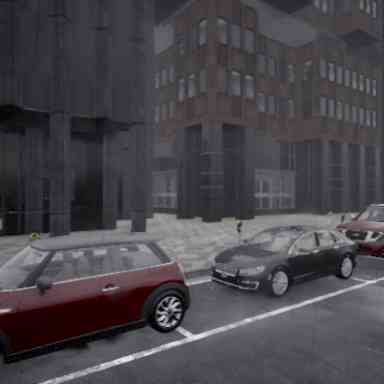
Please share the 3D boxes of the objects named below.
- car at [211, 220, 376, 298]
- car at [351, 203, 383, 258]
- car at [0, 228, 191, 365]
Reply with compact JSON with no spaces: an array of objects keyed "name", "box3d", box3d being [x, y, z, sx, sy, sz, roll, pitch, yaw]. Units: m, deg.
[{"name":"car","box3d":[2.470,1.555,8.419,4.403,1.369,2.008,0,0,-36]},{"name":"car","box3d":[7.033,1.324,11.682,5.009,1.841,2.192,0,0,-36]},{"name":"car","box3d":[-2.092,1.441,5.156,4.097,1.590,1.967,0,0,-36]}]
